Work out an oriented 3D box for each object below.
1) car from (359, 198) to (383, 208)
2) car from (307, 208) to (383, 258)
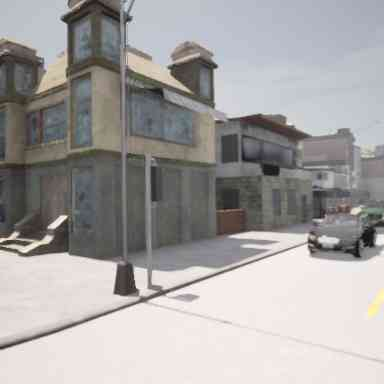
[{"bbox_3d":[12.375,1.420,21.576,2.150,2.045,5.566,-2,-1,38],"label":"car"},{"bbox_3d":[6.261,1.643,13.638,2.128,1.511,4.902,-2,-1,38],"label":"car"}]
